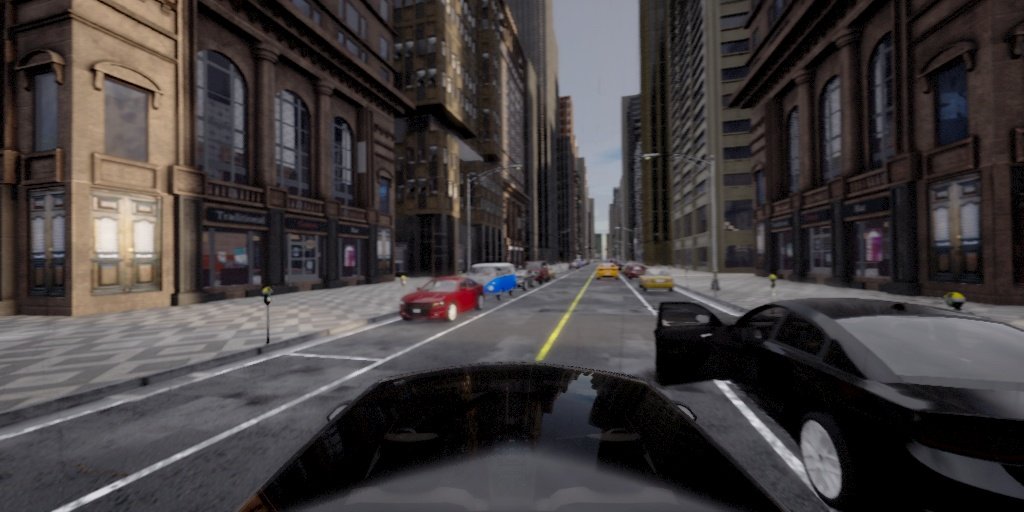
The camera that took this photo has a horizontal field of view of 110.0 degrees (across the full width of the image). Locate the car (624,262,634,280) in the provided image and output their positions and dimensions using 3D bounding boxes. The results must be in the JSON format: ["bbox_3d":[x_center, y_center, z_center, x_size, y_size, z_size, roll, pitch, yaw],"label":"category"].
[{"bbox_3d":[11.500,1.480,32.741,1.802,1.307,4.207,0,0,14],"label":"car"}]

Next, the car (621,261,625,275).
[{"bbox_3d":[12.894,1.515,38.184,1.802,1.307,4.207,0,0,14],"label":"car"}]

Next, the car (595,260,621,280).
[{"bbox_3d":[9.098,1.423,34.215,1.882,1.535,5.008,-1,-1,14],"label":"car"}]

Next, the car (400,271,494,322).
[{"bbox_3d":[-2.335,1.440,13.070,1.888,1.381,4.507,0,0,14],"label":"car"}]

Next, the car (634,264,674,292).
[{"bbox_3d":[8.755,1.354,22.019,1.751,1.417,4.829,0,0,14],"label":"car"}]

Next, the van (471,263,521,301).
[{"bbox_3d":[-0.941,1.270,18.513,1.690,1.789,3.998,0,0,14],"label":"van"}]

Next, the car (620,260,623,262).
[{"bbox_3d":[14.330,1.494,43.791,1.751,1.417,4.829,0,0,14],"label":"car"}]

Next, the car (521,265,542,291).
[{"bbox_3d":[0.452,1.514,23.956,2.007,1.370,4.403,0,0,14],"label":"car"}]

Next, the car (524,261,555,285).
[{"bbox_3d":[1.846,1.313,29.399,2.192,1.841,5.009,0,0,14],"label":"car"}]

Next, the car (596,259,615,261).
[{"bbox_3d":[11.694,1.491,44.489,1.882,1.535,5.008,-1,0,15],"label":"car"}]

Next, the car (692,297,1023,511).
[{"bbox_3d":[3.728,1.199,4.050,1.882,1.535,5.008,-1,-1,14],"label":"car"}]
